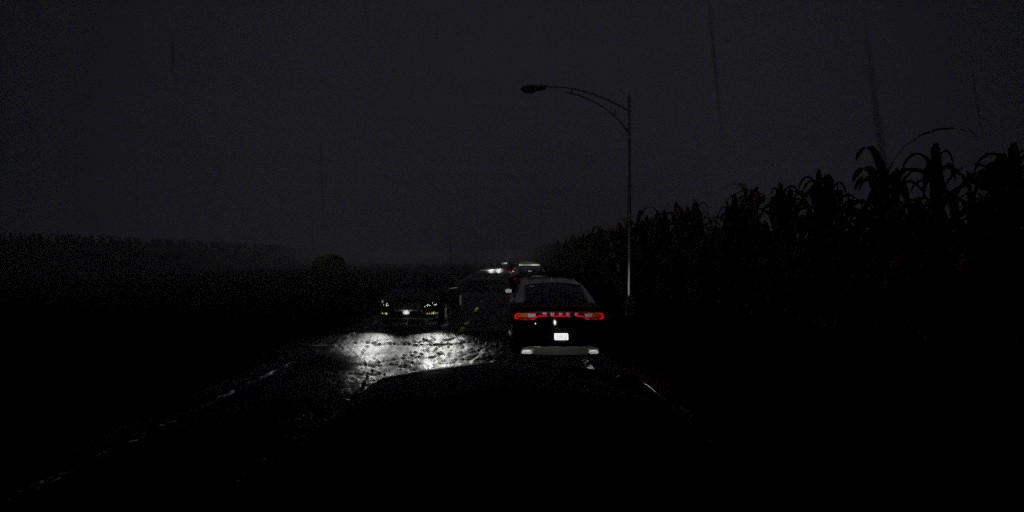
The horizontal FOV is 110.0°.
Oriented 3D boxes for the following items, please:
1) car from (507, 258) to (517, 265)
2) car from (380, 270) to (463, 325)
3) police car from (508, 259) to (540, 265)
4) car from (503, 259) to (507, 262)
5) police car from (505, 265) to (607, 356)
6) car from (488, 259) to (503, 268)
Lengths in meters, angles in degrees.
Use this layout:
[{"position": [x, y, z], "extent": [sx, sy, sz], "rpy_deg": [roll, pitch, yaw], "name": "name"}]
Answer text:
[{"position": [0.914, 1.084, 24.580], "extent": [2.097, 1.767, 4.553], "rpy_deg": [0, 0, 0], "name": "car"}, {"position": [-2.806, 1.251, 11.970], "extent": [1.837, 1.490, 4.892], "rpy_deg": [0, 0, 0], "name": "car"}, {"position": [0.892, 1.166, 18.720], "extent": [1.930, 1.638, 5.238], "rpy_deg": [0, 0, 0], "name": "police car"}, {"position": [0.249, 1.179, 51.232], "extent": [2.128, 1.511, 4.902], "rpy_deg": [0, 0, 1], "name": "car"}, {"position": [0.854, 1.173, 8.721], "extent": [1.930, 1.638, 5.238], "rpy_deg": [0, 0, 0], "name": "police car"}, {"position": [-2.628, 1.165, 56.693], "extent": [2.128, 1.511, 4.902], "rpy_deg": [0, 0, 0], "name": "car"}]
